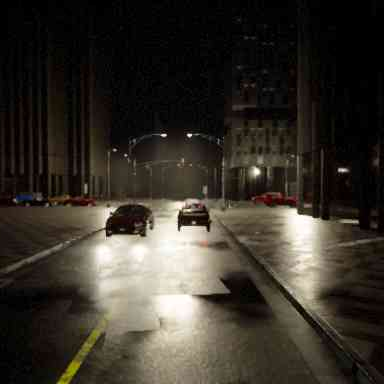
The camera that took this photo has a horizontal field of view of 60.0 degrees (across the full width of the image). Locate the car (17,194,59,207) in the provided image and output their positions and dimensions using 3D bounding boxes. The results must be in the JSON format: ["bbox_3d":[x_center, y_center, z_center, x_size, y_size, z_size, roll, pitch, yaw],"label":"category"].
[{"bbox_3d":[-20.453,1.331,44.699,4.403,1.369,2.008,0,1,0],"label":"car"}]

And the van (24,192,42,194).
[{"bbox_3d":[-25.992,0.922,53.204,3.998,1.788,1.690,0,1,0],"label":"van"}]

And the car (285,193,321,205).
[{"bbox_3d":[17.740,1.099,53.343,5.009,1.841,2.192,0,1,0],"label":"car"}]

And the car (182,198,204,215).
[{"bbox_3d":[0.095,1.382,33.608,2.033,1.411,5.357,0,0,0],"label":"car"}]

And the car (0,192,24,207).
[{"bbox_3d":[-25.977,1.072,44.676,5.009,1.841,2.192,0,1,0],"label":"car"}]

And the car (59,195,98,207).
[{"bbox_3d":[-14.928,1.349,44.717,4.507,1.381,1.887,0,1,0],"label":"car"}]

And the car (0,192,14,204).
[{"bbox_3d":[-31.517,0.874,53.187,5.009,1.841,2.192,0,1,0],"label":"car"}]

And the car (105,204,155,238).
[{"bbox_3d":[-3.089,1.382,17.238,1.882,1.535,5.008,0,0,0],"label":"car"}]

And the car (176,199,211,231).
[{"bbox_3d":[0.095,1.383,19.695,2.128,1.511,4.902,0,0,0],"label":"car"}]

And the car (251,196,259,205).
[{"bbox_3d":[12.097,1.070,53.324,5.009,1.841,2.192,0,1,0],"label":"car"}]

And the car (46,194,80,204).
[{"bbox_3d":[-20.638,1.129,53.223,4.829,1.417,1.752,0,1,0],"label":"car"}]

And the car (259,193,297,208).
[{"bbox_3d":[12.114,1.246,44.801,5.009,1.841,2.192,0,1,0],"label":"car"}]
